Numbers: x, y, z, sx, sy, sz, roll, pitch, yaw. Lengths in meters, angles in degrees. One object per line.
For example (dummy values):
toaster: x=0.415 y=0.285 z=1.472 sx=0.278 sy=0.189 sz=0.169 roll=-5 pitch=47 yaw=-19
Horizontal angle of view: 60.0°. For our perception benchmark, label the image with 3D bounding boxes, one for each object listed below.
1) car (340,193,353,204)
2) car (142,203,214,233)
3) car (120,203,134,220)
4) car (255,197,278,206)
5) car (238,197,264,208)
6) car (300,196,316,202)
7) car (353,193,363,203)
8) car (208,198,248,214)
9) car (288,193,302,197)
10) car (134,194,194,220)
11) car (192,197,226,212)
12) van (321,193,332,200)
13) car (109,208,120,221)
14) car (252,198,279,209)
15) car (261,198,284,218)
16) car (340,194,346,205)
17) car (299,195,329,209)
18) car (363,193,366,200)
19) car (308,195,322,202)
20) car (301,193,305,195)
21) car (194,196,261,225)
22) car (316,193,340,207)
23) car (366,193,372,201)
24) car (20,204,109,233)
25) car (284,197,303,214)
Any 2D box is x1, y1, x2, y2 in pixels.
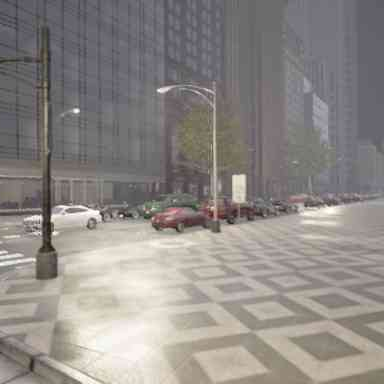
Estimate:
car: x=25.041 y=1.125 z=55.922 sx=2.192 sy=1.841 sz=5.009 roll=0 pitch=0 yaw=35
car: x=-0.582 y=1.500 z=18.797 sx=1.802 sy=1.307 sz=4.206 roll=0 pitch=0 yaw=35
car: x=-4.393 y=1.538 z=28.283 sx=1.947 sy=1.339 sz=4.313 roll=0 pitch=0 yaw=35
car: x=11.624 y=1.469 z=51.489 sx=1.947 sy=1.339 sz=4.313 roll=0 pitch=0 yaw=35
car: x=8.324 y=1.439 z=46.707 sx=1.752 sy=1.417 sz=4.829 roll=0 pitch=0 yaw=35
car: x=24.440 y=1.431 z=70.054 sx=1.947 sy=1.339 sz=4.313 roll=0 pitch=0 yaw=35
car: x=31.448 y=1.107 z=65.204 sx=2.192 sy=1.841 sz=5.009 roll=0 pitch=0 yaw=35
car: x=3.920 y=1.409 z=35.460 sx=2.128 sy=1.511 sz=4.902 roll=-1 pitch=0 yaw=35
car: x=18.031 y=1.429 z=60.772 sx=1.887 sy=1.381 sz=4.507 roll=0 pitch=0 yaw=35
car: x=-1.788 y=1.169 z=27.217 sx=2.150 sy=2.045 sz=5.566 roll=-1 pitch=0 yaw=35
car: x=2.013 y=1.380 z=37.565 sx=1.967 sy=1.590 sz=4.097 roll=0 pitch=0 yaw=35
van: x=34.047 y=1.199 z=83.979 sx=1.690 sy=1.788 sz=3.998 roll=-1 pitch=0 yaw=35
car: x=-7.597 y=1.558 z=23.641 sx=1.947 sy=1.339 sz=4.313 roll=0 pitch=0 yaw=35
car: x=9.760 y=1.494 z=43.851 sx=1.895 sy=1.301 sz=4.718 roll=-1 pitch=0 yaw=34
car: x=5.824 y=1.448 z=28.078 sx=1.947 sy=1.339 sz=4.313 roll=0 pitch=0 yaw=35
car: x=21.839 y=1.385 z=51.281 sx=1.947 sy=1.339 sz=4.313 roll=0 pitch=0 yaw=35
car: x=15.433 y=1.385 z=42.000 sx=1.887 sy=1.381 sz=4.507 roll=0 pitch=0 yaw=35
car: x=34.749 y=1.310 z=69.983 sx=1.752 sy=1.417 sz=4.829 roll=-1 pitch=0 yaw=35
car: x=27.642 y=1.440 z=74.694 sx=1.802 sy=1.307 sz=4.206 roll=0 pitch=0 yaw=35
car: x=21.234 y=1.190 z=65.414 sx=2.192 sy=1.841 sz=5.009 roll=0 pitch=0 yaw=35
car: x=2.620 y=1.214 z=23.439 sx=2.192 sy=1.841 sz=5.009 roll=0 pitch=0 yaw=35
car: x=18.635 y=1.144 z=46.642 sx=2.192 sy=1.841 sz=5.009 roll=0 pitch=0 yaw=35
car: x=41.058 y=1.366 z=79.124 sx=1.802 sy=1.307 sz=4.206 roll=-1 pitch=0 yaw=35
car: x=-7.368 y=1.506 z=19.117 sx=1.812 sy=1.442 sz=4.674 roll=-1 pitch=0 yaw=35
car: x=9.027 y=1.432 z=32.718 sx=1.947 sy=1.339 sz=4.313 roll=0 pitch=0 yaw=35
